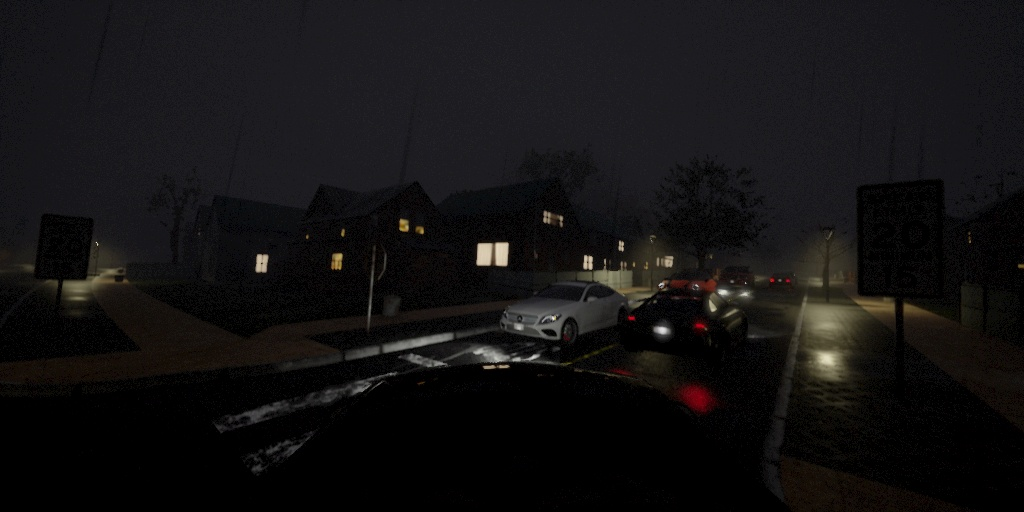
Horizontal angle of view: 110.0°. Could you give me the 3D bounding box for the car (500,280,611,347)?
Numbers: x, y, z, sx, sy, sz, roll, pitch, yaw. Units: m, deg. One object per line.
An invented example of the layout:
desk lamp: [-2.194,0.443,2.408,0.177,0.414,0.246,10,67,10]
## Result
car: [1.689,1.420,9.996,1.812,1.442,4.674,0,-1,41]

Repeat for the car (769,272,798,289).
car: [25.746,2.306,34.153,2.033,1.411,5.357,0,-1,40]

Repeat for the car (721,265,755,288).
car: [20.039,1.844,31.819,2.150,2.045,5.566,0,-2,40]

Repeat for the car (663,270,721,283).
car: [9.400,1.553,19.157,2.097,1.767,4.553,0,-2,40]

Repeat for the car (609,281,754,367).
car: [4.210,1.471,8.513,1.994,1.385,4.181,0,-1,40]
